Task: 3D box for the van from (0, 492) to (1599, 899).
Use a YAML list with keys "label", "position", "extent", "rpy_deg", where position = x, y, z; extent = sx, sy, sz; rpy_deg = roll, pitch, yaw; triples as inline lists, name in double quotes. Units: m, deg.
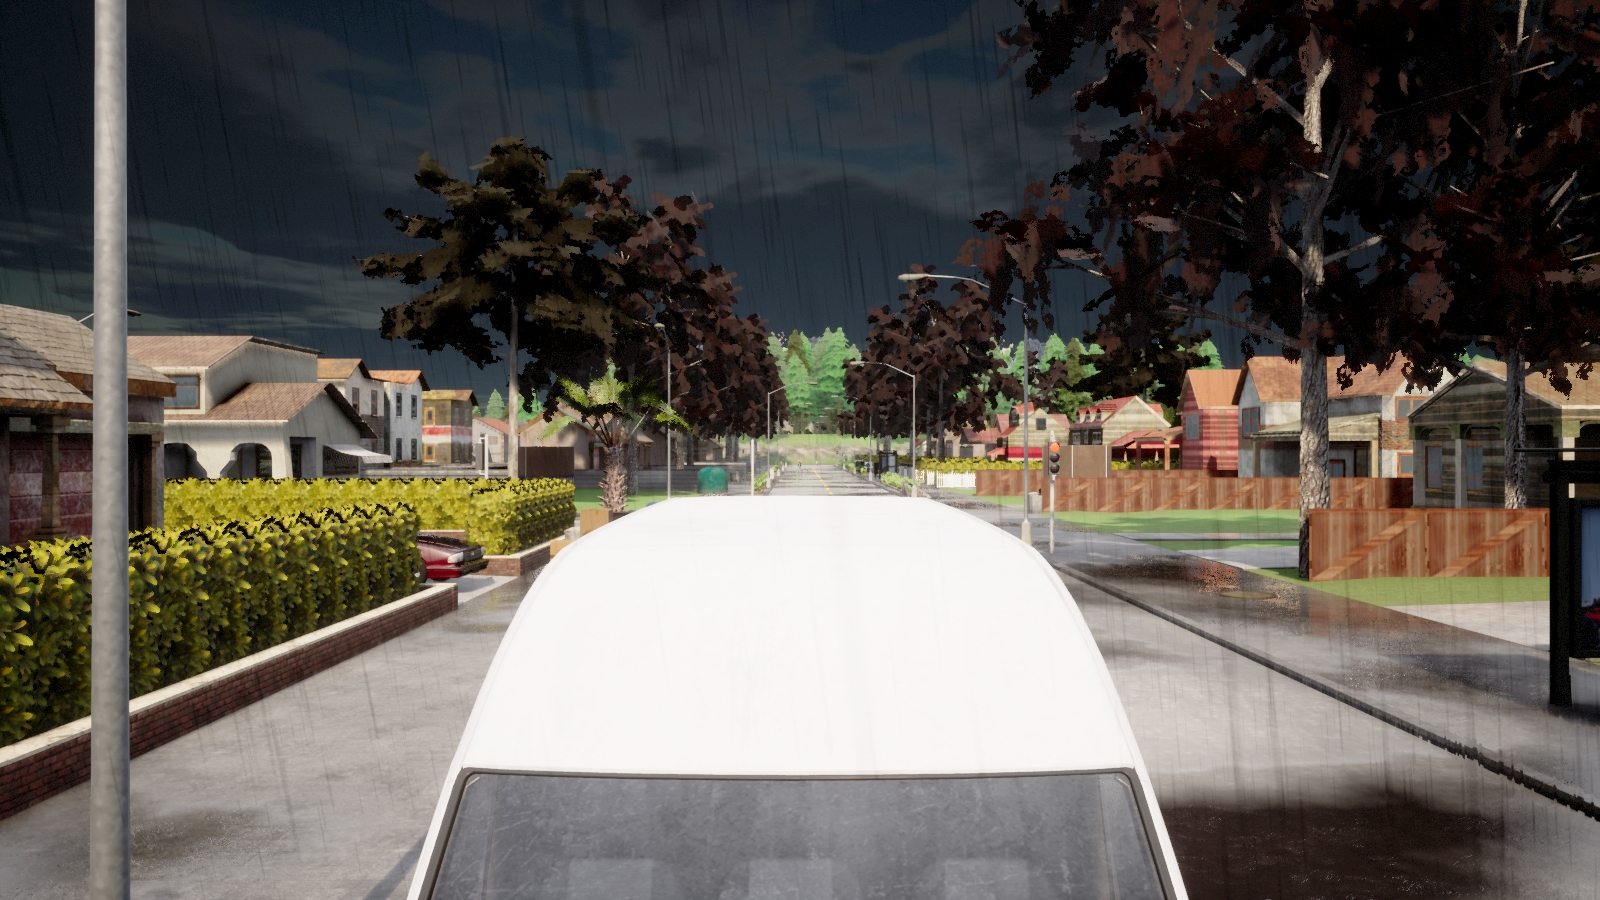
- label: "van"
  position: [0.002, 1.537, 4.030]
  extent: [1.988, 2.561, 5.915]
  rpy_deg: [0, 0, 0]
